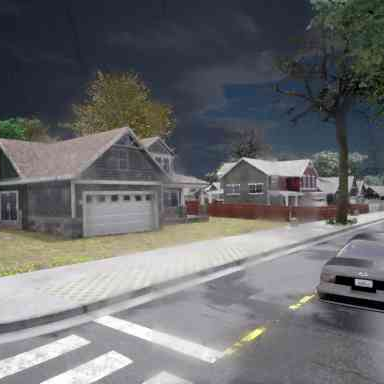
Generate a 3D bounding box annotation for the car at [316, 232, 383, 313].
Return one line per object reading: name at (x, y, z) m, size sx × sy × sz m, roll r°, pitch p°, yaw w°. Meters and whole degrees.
car at (4.562, 1.671, 7.795) m, size 2.033 × 1.411 × 5.357 m, roll -2°, pitch -2°, yaw 38°
